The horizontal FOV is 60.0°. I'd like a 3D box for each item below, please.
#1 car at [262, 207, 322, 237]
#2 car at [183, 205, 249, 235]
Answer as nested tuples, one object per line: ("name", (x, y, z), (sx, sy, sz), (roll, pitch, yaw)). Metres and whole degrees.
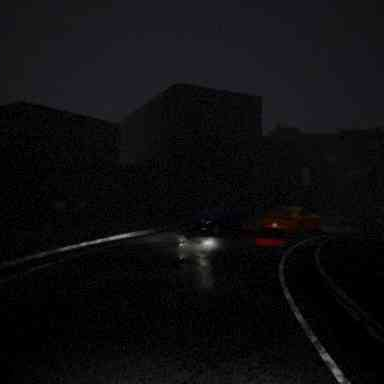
("car", (5.828, 1.570, 19.002), (1.882, 1.535, 5.008), (0, -1, 39))
("car", (1.515, 1.526, 19.427), (1.882, 1.535, 5.008), (0, 0, 38))
